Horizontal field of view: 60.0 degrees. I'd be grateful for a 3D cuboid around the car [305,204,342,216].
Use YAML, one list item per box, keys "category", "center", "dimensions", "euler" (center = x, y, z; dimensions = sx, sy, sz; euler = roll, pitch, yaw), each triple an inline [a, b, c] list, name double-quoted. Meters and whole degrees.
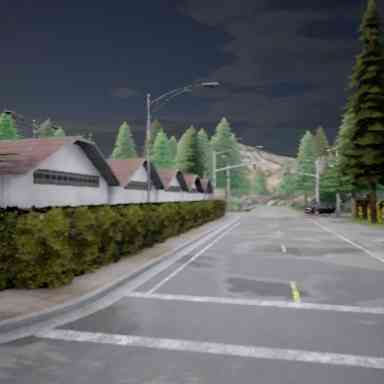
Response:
- category: "car"
  center: [17.348, 2.343, 43.898]
  dimensions: [4.902, 1.511, 2.128]
  euler: [0, -1, -10]
